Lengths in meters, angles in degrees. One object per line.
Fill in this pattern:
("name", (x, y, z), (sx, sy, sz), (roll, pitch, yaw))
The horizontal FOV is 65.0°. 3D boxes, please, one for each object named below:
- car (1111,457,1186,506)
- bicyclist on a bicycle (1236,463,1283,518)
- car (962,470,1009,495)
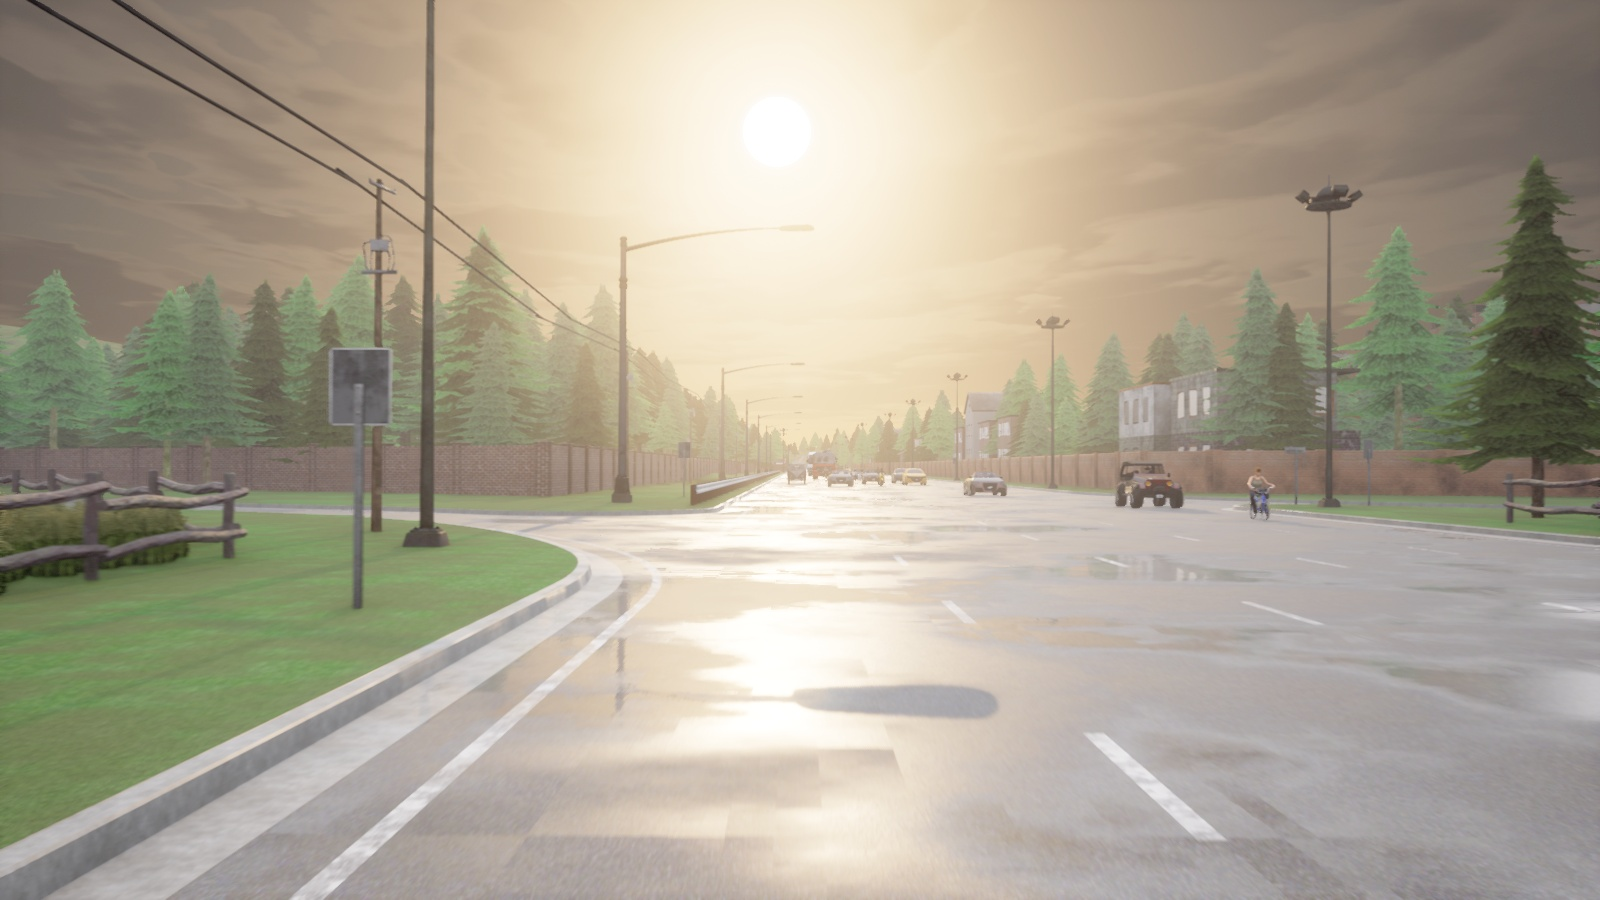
("car", (13.880, 1.240, 50.202), (1.905, 1.878, 3.866), (0, -1, 0))
("bicyclist on a bicycle", (13.914, 1.213, 38.049), (0.866, 1.612, 1.509), (0, -1, 0))
("car", (10.334, 1.798, 70.290), (1.994, 1.385, 4.181), (0, -1, 0))
